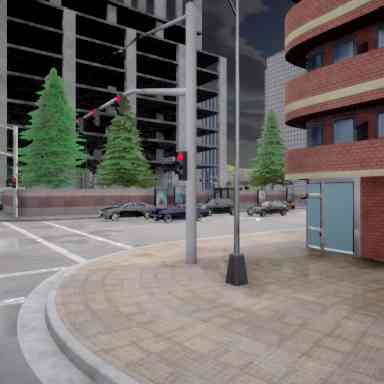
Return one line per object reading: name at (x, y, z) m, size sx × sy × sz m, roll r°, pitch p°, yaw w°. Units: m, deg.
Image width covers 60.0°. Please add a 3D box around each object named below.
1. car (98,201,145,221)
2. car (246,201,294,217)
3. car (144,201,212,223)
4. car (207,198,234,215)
car at (-5.283, 1.547, 27.608) m, size 4.902 × 1.511 × 2.128 m, roll 0°, pitch 0°, yaw -35°
car at (7.364, 1.581, 32.248) m, size 4.674 × 1.442 × 1.812 m, roll 0°, pitch 0°, yaw -35°
car at (-1.021, 1.656, 26.332) m, size 4.718 × 1.301 × 1.895 m, roll 0°, pitch 0°, yaw -35°
car at (2.207, 1.407, 32.896) m, size 4.553 × 1.767 × 2.097 m, roll 0°, pitch 0°, yaw -35°
